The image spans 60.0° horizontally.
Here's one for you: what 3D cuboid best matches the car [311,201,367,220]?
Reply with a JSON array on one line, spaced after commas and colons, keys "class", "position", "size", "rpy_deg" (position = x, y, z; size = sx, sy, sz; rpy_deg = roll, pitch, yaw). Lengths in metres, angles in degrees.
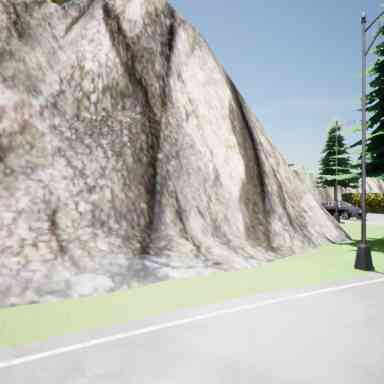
[{"class": "car", "position": [12.368, 1.492, 28.302], "size": [2.128, 1.511, 4.902], "rpy_deg": [0, 0, -26]}]
